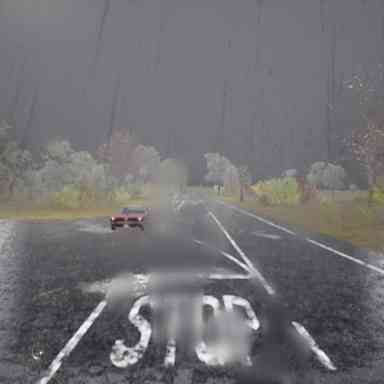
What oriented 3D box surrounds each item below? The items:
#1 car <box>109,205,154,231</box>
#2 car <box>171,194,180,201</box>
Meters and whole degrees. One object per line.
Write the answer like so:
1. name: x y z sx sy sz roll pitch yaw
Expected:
1. car: -3.450 1.482 19.663 1.895 1.301 4.718 0 0 0
2. car: -3.420 1.079 70.054 2.128 1.511 4.902 0 0 0
